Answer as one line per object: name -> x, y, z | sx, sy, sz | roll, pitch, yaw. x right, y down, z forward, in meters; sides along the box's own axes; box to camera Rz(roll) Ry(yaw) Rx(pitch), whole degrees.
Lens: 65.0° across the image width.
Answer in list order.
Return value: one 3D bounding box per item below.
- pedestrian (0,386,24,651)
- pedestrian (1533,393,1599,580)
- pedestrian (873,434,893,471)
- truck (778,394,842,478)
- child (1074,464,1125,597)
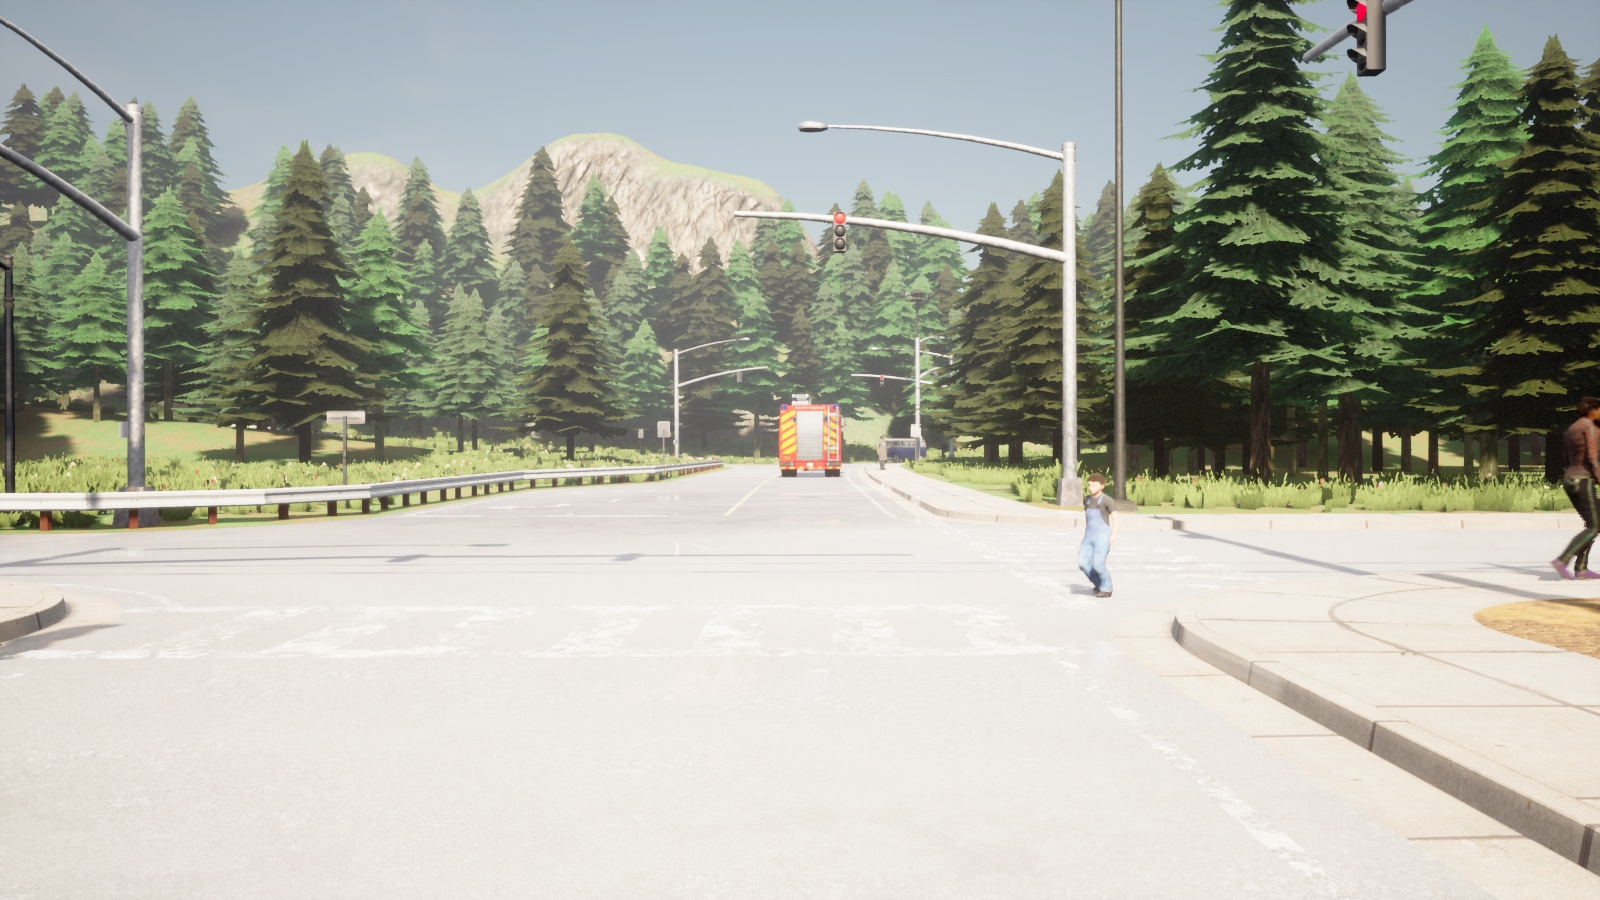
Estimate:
pedestrian -> -5.926, 0.479, 8.770 | 0.694, 1.848, 0.540 | 0, 0, -8
pedestrian -> 7.725, 0.355, 12.316 | 0.869, 1.805, 0.328 | 0, 0, 8
pedestrian -> 4.350, 0.139, 66.169 | 0.659, 1.952, 0.873 | 0, 0, -32
truck -> 0.583, -0.660, 61.508 | 2.891, 3.827, 8.468 | 0, 0, 2
child -> 2.937, 0.775, 12.301 | 0.437, 1.263, 0.270 | 0, 0, -39
